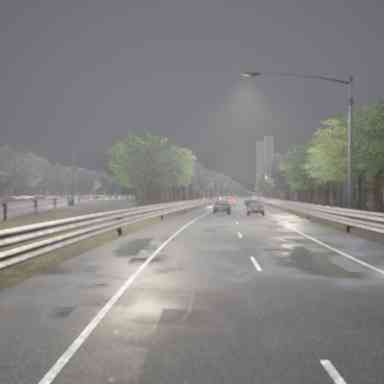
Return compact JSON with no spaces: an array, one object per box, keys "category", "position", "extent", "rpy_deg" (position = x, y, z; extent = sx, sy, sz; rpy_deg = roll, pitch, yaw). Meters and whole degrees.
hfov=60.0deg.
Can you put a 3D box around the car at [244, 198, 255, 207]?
[{"category":"car","position":[10.094,1.786,58.578],"extent":[1.837,1.490,4.892],"rpy_deg":[0,-1,8]}]

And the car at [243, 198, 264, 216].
[{"category":"car","position":[6.603,1.705,34.950],"extent":[2.033,1.411,5.357],"rpy_deg":[0,0,9]}]

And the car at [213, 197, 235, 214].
[{"category":"car","position":[3.412,1.645,37.156],"extent":[2.128,1.511,4.902],"rpy_deg":[0,0,9]}]
